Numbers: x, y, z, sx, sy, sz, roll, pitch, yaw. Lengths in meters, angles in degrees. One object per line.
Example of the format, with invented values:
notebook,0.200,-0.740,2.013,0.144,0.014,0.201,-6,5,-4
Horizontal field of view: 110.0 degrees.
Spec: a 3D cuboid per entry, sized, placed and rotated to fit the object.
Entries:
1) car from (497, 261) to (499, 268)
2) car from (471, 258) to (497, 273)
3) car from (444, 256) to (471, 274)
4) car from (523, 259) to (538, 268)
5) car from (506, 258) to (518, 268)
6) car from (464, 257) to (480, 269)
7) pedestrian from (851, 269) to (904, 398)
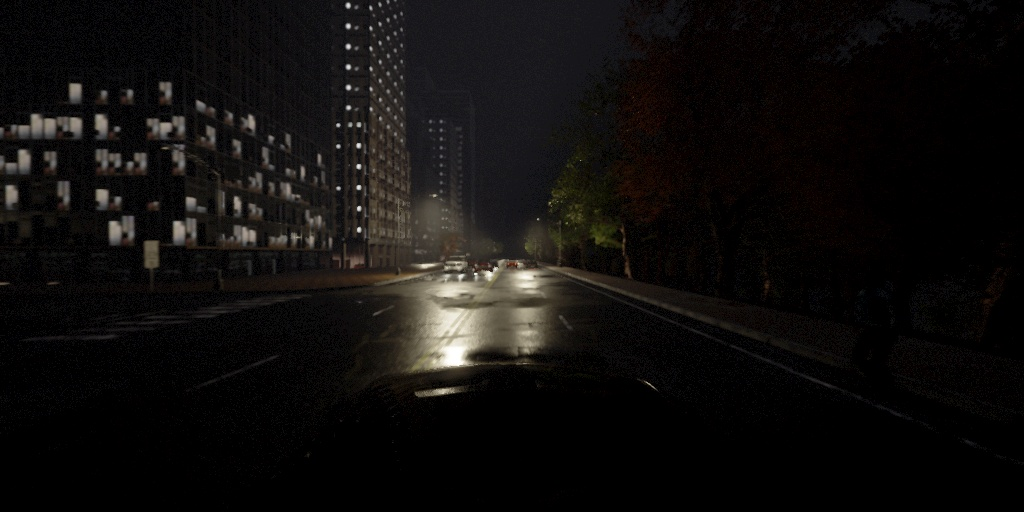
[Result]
car,-3.267,1.328,60.308,1.994,1.385,4.181,0,0,0
car,-3.315,1.111,43.024,2.097,1.767,4.553,0,0,0
car,-6.568,0.979,42.495,2.150,2.045,5.566,0,0,0
car,3.256,1.269,60.122,1.837,1.490,4.892,0,0,0
car,0.007,1.366,60.582,1.895,1.301,4.718,0,0,0
car,-6.523,1.120,59.258,2.097,1.767,4.553,0,0,1
pedestrian,5.114,1.044,5.059,0.375,1.860,0.375,0,0,0
